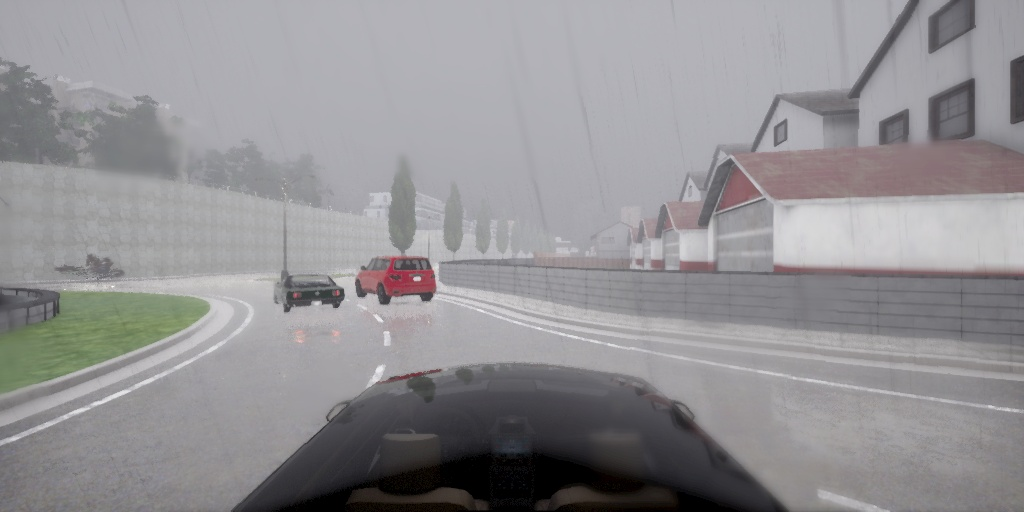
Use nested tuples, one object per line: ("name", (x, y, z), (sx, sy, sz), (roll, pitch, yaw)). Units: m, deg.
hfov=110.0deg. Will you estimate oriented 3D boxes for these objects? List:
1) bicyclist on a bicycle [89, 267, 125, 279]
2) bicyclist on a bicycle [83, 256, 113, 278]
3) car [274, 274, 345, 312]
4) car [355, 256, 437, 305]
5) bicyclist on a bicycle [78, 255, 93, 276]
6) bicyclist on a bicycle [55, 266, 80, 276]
("bicyclist on a bicycle", (-30.437, 1.365, 27.430), (1.620, 0.582, 1.656), (-19, 13, -4))
("bicyclist on a bicycle", (-30.955, 0.782, 27.234), (0.582, 1.620, 1.656), (30, 2, -20))
("car", (-8.205, 1.366, 14.296), (1.895, 1.301, 4.718), (0, 0, -38))
("car", (-5.455, 1.008, 16.462), (2.150, 2.045, 5.566), (0, 0, -38))
("bicyclist on a bicycle", (-31.542, 0.684, 27.053), (0.582, 1.620, 1.656), (-6, 14, -22))
("bicyclist on a bicycle", (-32.819, 1.142, 26.730), (1.620, 0.582, 1.656), (21, 0, -24))
